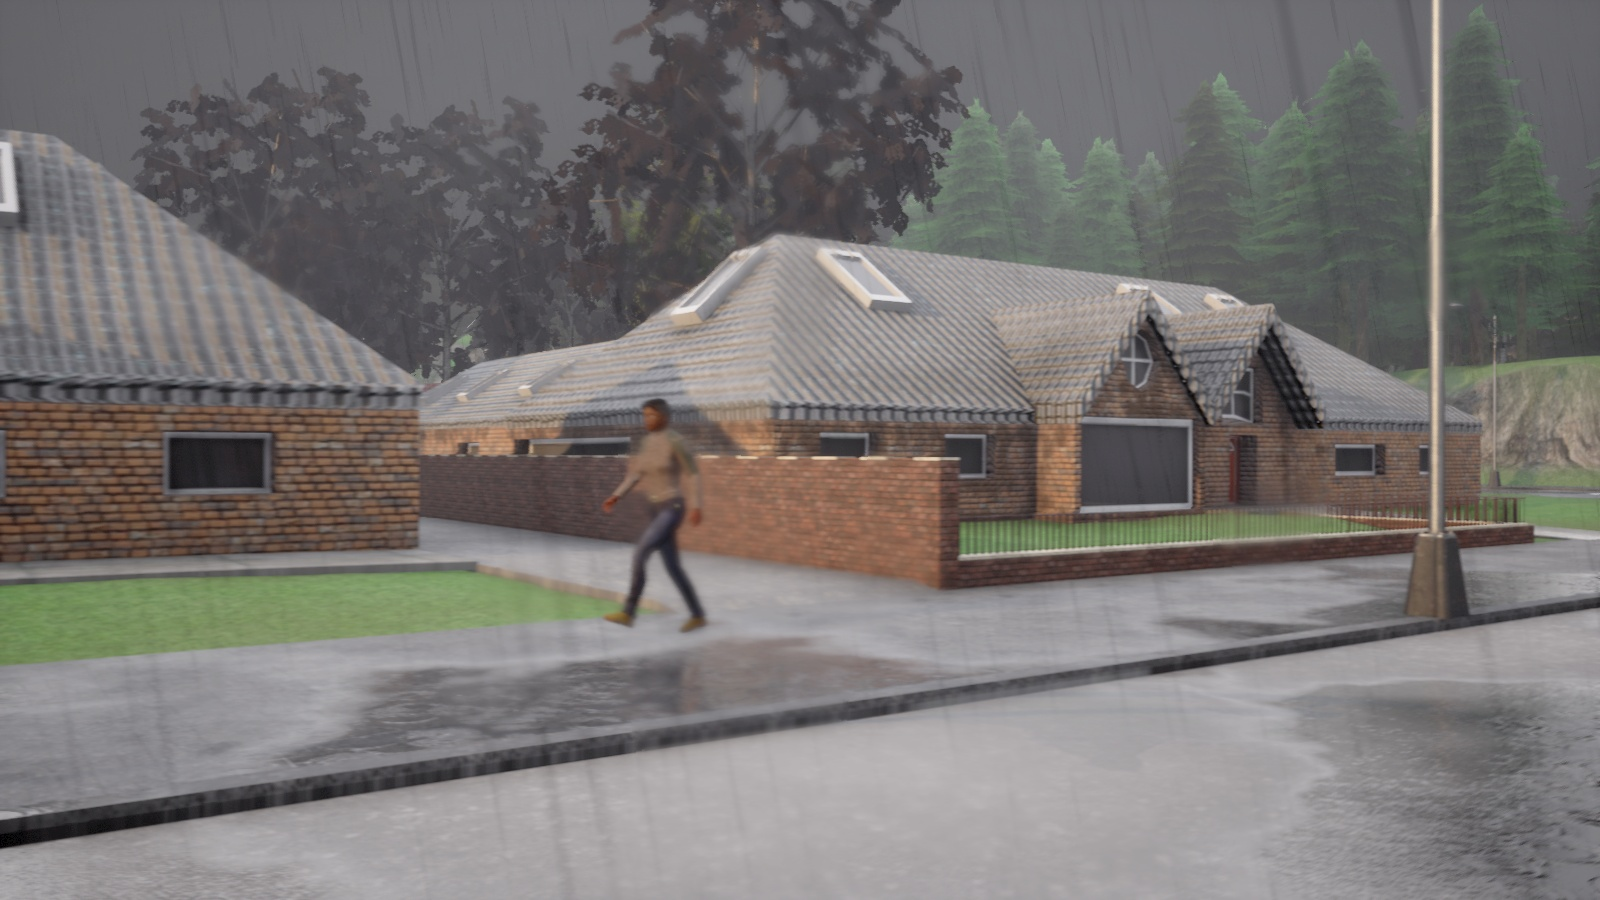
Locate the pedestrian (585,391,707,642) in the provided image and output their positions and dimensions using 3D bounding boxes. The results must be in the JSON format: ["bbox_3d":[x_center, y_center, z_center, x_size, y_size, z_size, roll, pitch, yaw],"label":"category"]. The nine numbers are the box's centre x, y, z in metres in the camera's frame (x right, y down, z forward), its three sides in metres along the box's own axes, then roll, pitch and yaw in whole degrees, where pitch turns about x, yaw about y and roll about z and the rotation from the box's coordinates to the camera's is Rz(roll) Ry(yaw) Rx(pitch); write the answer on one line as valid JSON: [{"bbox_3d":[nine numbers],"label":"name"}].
[{"bbox_3d":[-1.152,0.480,9.458,0.869,1.805,0.328,0,0,-38],"label":"pedestrian"}]
